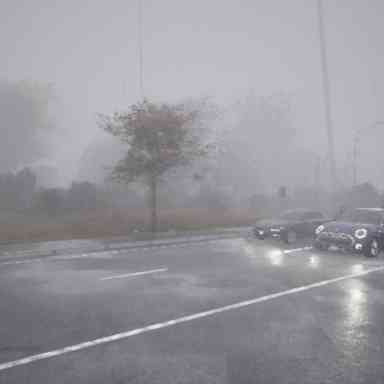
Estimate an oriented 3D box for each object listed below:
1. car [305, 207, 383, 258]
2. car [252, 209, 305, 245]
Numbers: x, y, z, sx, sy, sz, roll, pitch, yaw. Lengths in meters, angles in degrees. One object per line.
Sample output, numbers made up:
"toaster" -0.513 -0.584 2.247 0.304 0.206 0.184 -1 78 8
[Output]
"car" 6.895 1.435 13.212 4.553 1.767 2.097 0 0 -35
"car" 5.055 1.591 16.198 4.892 1.490 1.837 1 0 -36
